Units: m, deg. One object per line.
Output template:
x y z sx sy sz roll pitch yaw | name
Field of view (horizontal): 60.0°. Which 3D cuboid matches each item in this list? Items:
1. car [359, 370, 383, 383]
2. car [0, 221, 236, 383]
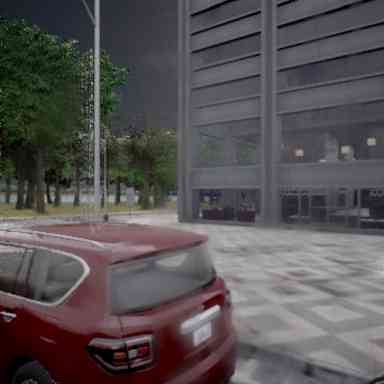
2.574 1.439 1.125 4.097 1.590 1.967 0 0 36 | car
-1.853 1.318 4.283 5.009 1.841 2.192 0 0 36 | car
